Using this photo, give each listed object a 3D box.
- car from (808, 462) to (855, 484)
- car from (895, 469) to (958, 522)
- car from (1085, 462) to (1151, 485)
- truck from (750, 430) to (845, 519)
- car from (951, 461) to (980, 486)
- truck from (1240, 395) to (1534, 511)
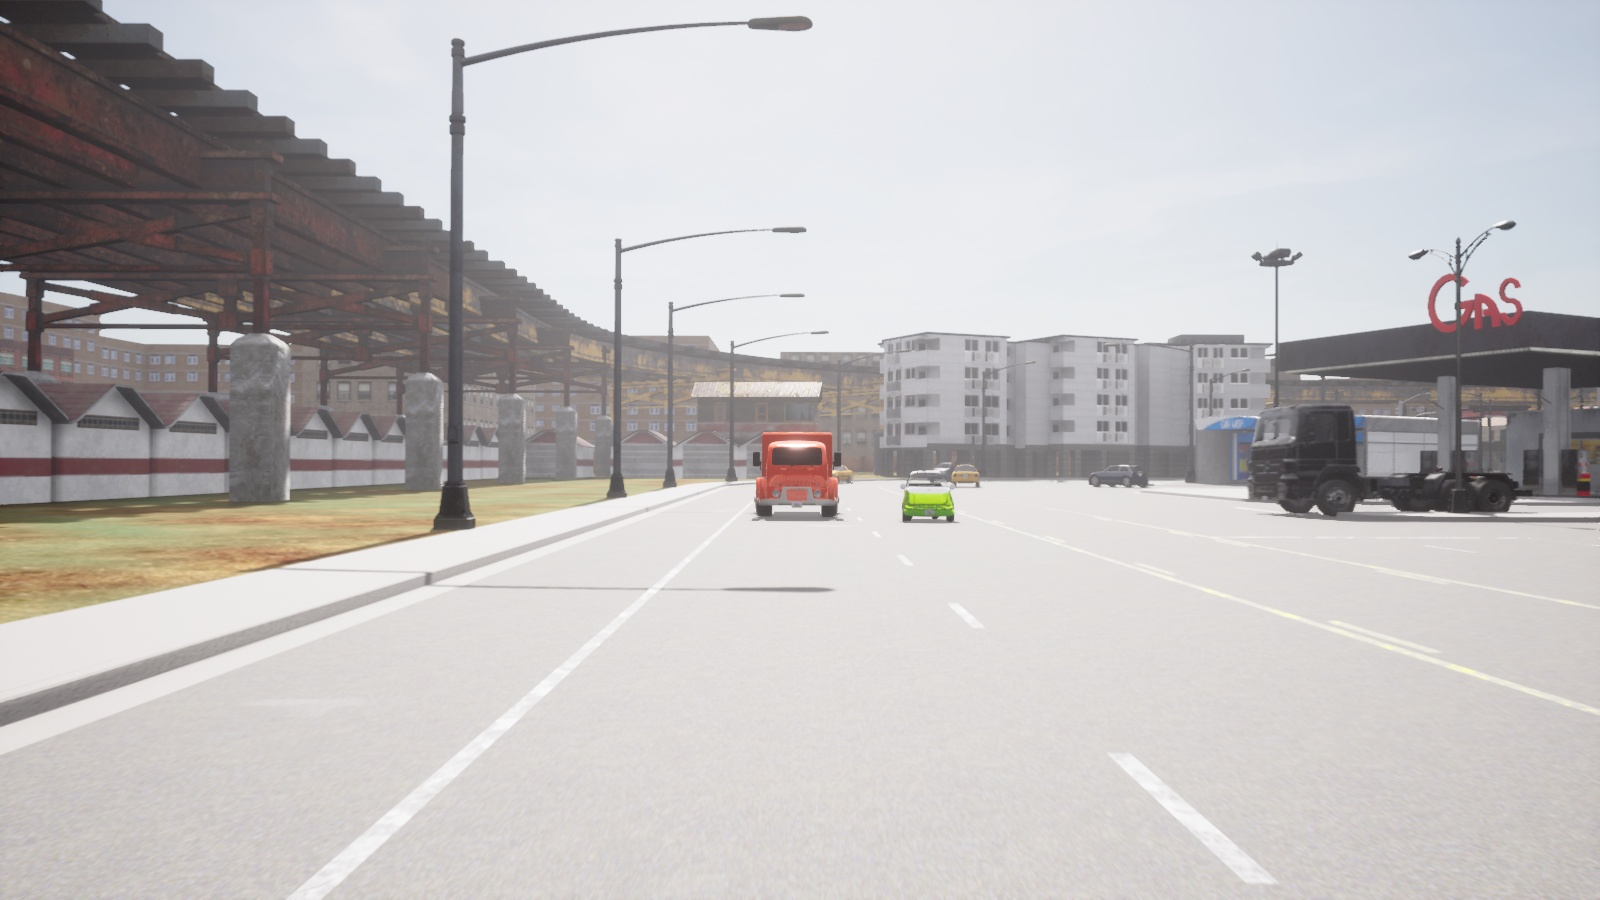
[{"bbox_3d":[2.353,1.652,91.500,1.801,1.575,5.366,0,0,20],"label":"car"},{"bbox_3d":[3.423,1.212,34.170,1.481,1.376,2.207,0,-1,0],"label":"car"},{"bbox_3d":[20.968,1.523,82.987,1.970,1.475,3.806,0,-1,-37],"label":"car"},{"bbox_3d":[-0.087,0.716,37.512,2.627,2.467,5.204,0,-1,0],"label":"truck"},{"bbox_3d":[10.935,1.534,82.755,1.801,1.575,5.366,0,-1,8],"label":"car"},{"bbox_3d":[18.290,0.149,39.393,7.936,3.462,2.891,0,-2,-6],"label":"truck"}]
